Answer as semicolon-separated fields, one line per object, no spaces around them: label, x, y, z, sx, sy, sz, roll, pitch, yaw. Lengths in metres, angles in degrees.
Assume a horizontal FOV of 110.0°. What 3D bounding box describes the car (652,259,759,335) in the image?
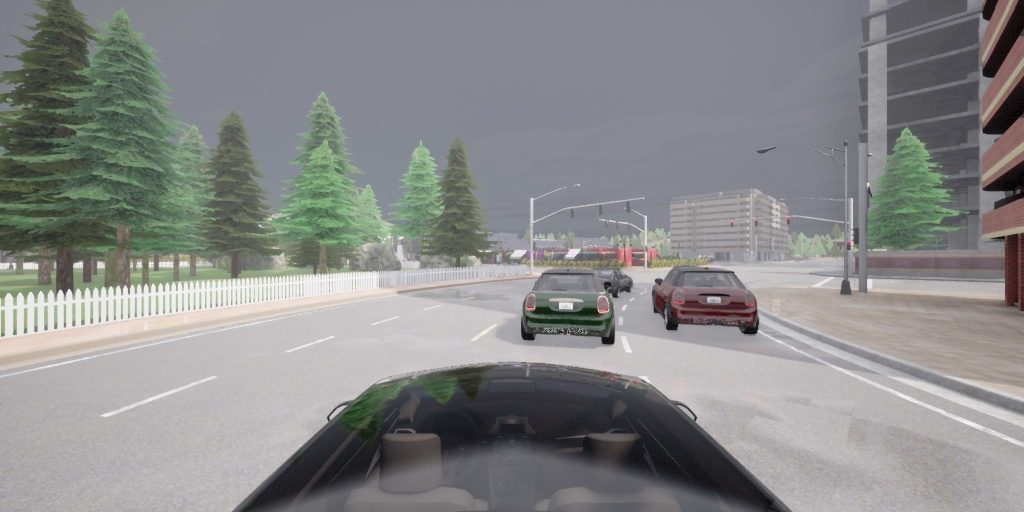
car;5.547;1.103;10.875;2.097;1.767;4.553;0;0;16

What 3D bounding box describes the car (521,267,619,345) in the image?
car;1.634;1.102;9.842;2.097;1.767;4.553;0;0;13

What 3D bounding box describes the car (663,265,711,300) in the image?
car;9.337;1.256;18.882;1.837;1.490;4.892;0;0;31

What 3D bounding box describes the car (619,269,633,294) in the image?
car;4.907;1.298;18.586;2.033;1.411;5.357;0;0;29
